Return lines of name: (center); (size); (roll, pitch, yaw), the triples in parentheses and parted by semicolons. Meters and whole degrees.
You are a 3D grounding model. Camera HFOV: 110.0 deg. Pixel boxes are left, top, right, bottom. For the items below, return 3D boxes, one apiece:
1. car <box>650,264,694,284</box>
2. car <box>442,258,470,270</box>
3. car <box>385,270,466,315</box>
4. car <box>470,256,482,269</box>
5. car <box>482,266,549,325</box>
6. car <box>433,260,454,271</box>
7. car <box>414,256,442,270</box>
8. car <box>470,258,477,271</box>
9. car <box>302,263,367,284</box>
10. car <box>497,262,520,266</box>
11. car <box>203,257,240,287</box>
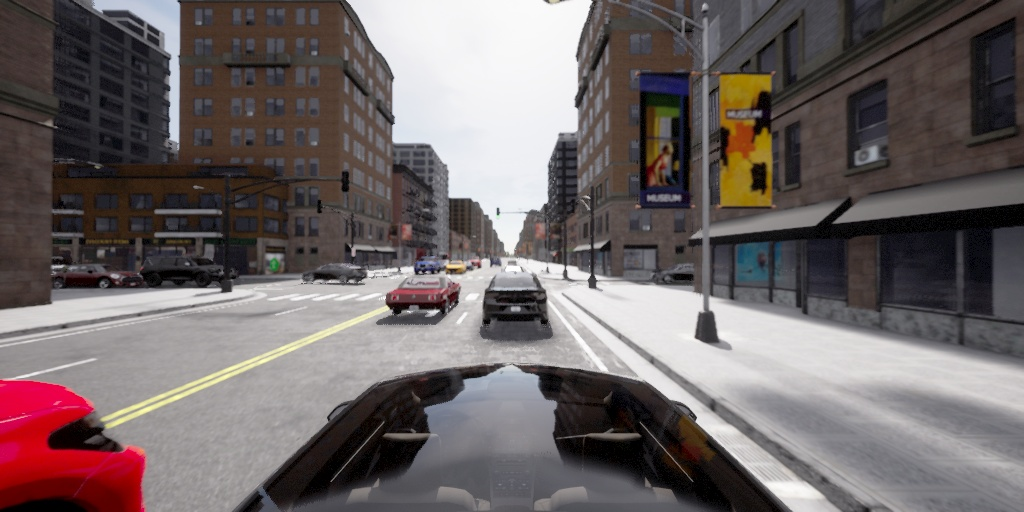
car: (13.246, 1.342, 27.804); (4.902, 1.511, 2.128); (0, 0, 0)
car: (-6.583, 1.318, 42.478); (1.882, 1.535, 5.008); (0, 0, 0)
car: (-3.144, 1.378, 13.753); (1.895, 1.301, 4.718); (0, 0, 0)
car: (-6.479, 1.100, 62.202); (2.150, 2.045, 5.566); (0, 0, 0)
car: (0.104, 1.251, 11.908); (1.882, 1.535, 5.008); (0, 0, 0)
car: (-9.805, 1.350, 51.907); (2.128, 1.511, 4.902); (0, 0, 0)
car: (-9.827, 1.061, 42.095); (2.150, 2.045, 5.566); (0, 0, 0)
car: (-6.562, 1.422, 51.472); (1.994, 1.385, 4.181); (0, 0, 0)
car: (-13.491, 1.306, 27.260); (4.902, 1.511, 2.128); (0, -1, 12)
car: (0.102, 1.372, 26.961); (1.994, 1.385, 4.181); (0, 0, 0)
car: (-22.179, 1.017, 24.698); (5.566, 2.045, 2.150); (0, 0, 0)
